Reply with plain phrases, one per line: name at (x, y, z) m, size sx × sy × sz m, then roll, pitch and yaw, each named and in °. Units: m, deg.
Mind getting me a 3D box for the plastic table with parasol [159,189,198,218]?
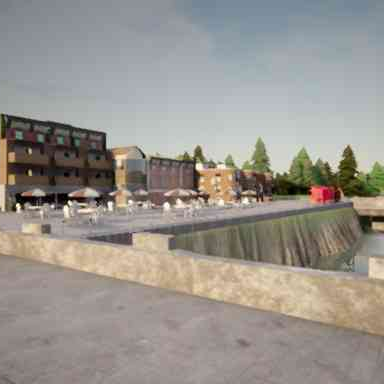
plastic table with parasol at (-1.210, 0.955, 29.644) m, size 2.482 × 2.480 × 2.482 m, roll 0°, pitch 0°, yaw 35°
